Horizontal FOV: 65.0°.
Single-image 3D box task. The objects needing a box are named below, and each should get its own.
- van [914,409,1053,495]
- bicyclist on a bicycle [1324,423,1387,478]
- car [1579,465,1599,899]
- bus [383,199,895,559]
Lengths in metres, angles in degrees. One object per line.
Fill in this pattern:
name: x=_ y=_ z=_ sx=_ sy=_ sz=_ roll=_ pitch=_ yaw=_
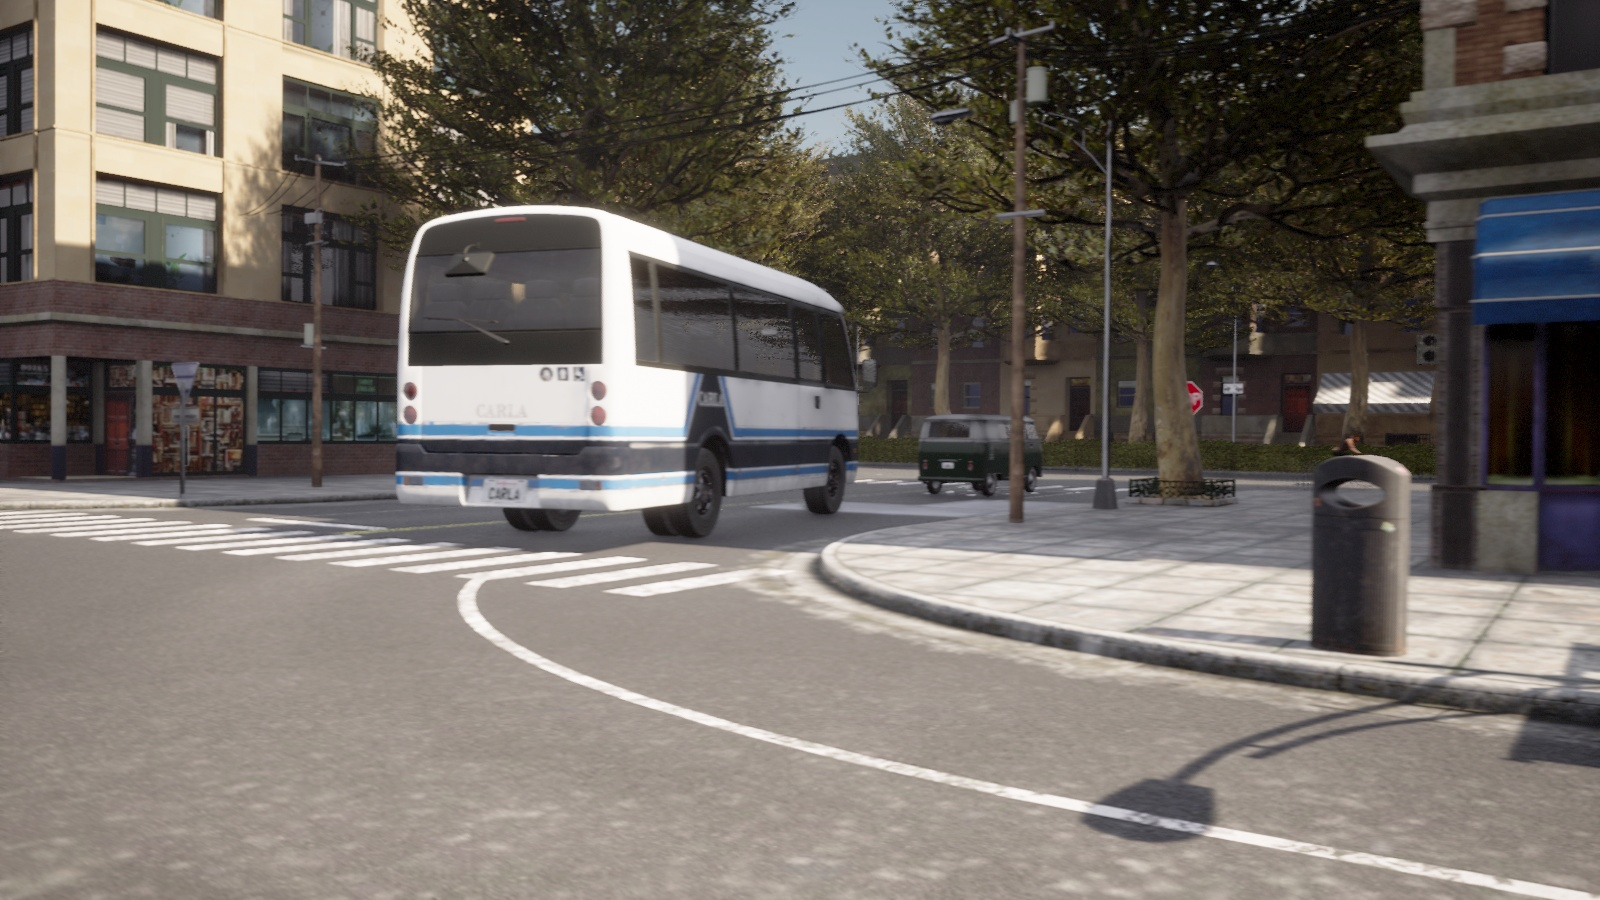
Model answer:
van: x=4.700 y=0.011 z=31.572 sx=1.775 sy=1.987 sz=4.442 roll=0 pitch=1 yaw=33
bicyclist on a bicycle: x=16.830 y=0.012 z=38.073 sx=1.656 sy=1.620 sz=0.582 roll=0 pitch=1 yaw=34
car: x=2.531 y=0.737 z=1.943 sx=2.207 sy=1.376 sz=1.481 roll=0 pitch=1 yaw=34
bus: x=-1.750 y=-0.907 z=20.350 sx=3.944 sy=4.253 sz=10.273 roll=0 pitch=1 yaw=20
